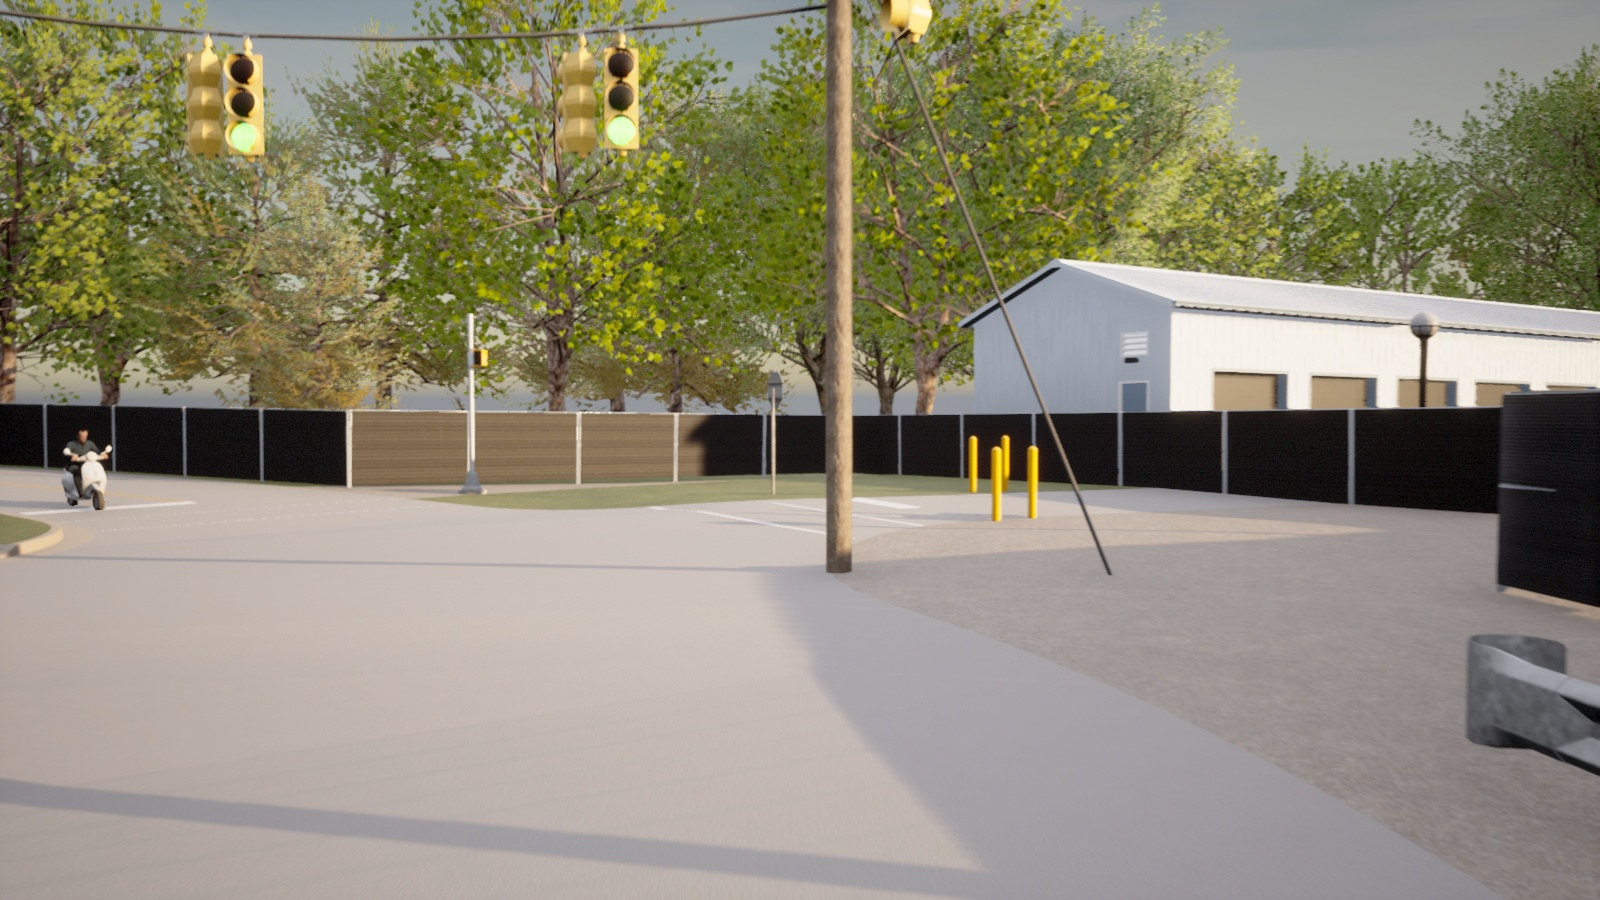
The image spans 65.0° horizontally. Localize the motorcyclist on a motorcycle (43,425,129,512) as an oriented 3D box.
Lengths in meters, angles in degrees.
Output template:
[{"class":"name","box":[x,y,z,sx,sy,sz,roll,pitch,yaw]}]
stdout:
[{"class":"motorcyclist on a motorcycle","box":[-14.182,0.329,24.927,1.817,1.590,0.866,3,5,41]}]
